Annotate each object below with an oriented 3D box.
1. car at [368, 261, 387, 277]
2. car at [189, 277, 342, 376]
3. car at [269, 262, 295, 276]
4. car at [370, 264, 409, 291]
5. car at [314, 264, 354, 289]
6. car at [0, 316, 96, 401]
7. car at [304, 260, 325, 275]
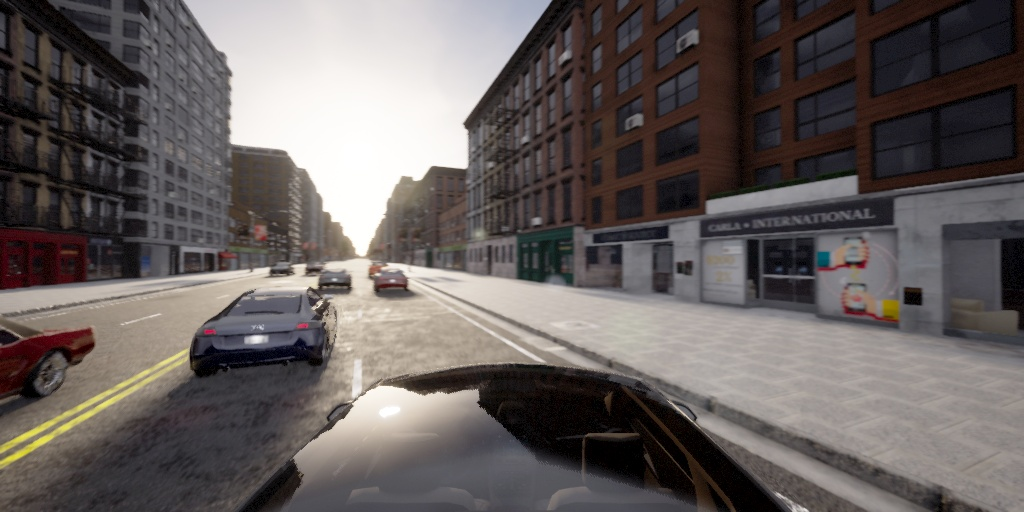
[{"bbox_3d":[-14.422,1.301,38.889,2.097,1.767,4.553,0,0,-22],"label":"car"},{"bbox_3d":[-4.939,1.341,7.709,1.994,1.385,4.181,0,0,-23],"label":"car"},{"bbox_3d":[-25.663,1.423,40.097,1.882,1.535,5.008,0,0,-22],"label":"car"},{"bbox_3d":[-7.776,1.426,22.923,1.994,1.385,4.181,0,0,-22],"label":"car"},{"bbox_3d":[-11.673,1.427,23.892,1.994,1.385,4.181,0,0,-23],"label":"car"},{"bbox_3d":[-6.957,1.353,3.582,1.895,1.301,4.718,0,0,-23],"label":"car"},{"bbox_3d":[-23.078,1.315,42.353,2.097,1.767,4.553,0,0,-22],"label":"car"}]
